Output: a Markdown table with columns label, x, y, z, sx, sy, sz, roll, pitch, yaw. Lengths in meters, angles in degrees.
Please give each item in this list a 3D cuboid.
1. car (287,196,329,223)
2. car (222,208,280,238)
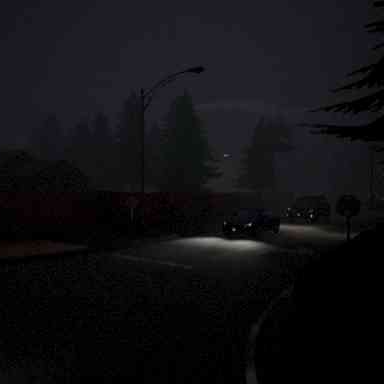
| label | x | y | z | sx | sy | sz | roll | pitch | yaw |
| --- | --- | --- | --- | --- | --- | --- | --- | --- | --- |
| car | 9.703 | 1.376 | 27.495 | 2.150 | 2.045 | 5.566 | 0 | 0 | 36 |
| car | 3.465 | 1.635 | 18.755 | 1.812 | 1.442 | 4.674 | 0 | 0 | 35 |
